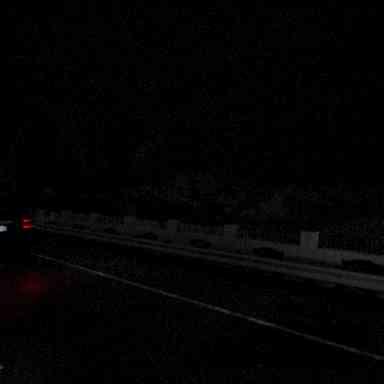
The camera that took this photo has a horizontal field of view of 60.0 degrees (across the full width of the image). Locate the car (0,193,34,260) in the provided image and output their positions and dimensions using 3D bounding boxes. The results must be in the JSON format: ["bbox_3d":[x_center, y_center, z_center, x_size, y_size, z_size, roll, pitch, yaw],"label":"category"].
[{"bbox_3d":[-7.063,1.021,10.456,5.566,2.045,2.150,1,1,40],"label":"car"}]
